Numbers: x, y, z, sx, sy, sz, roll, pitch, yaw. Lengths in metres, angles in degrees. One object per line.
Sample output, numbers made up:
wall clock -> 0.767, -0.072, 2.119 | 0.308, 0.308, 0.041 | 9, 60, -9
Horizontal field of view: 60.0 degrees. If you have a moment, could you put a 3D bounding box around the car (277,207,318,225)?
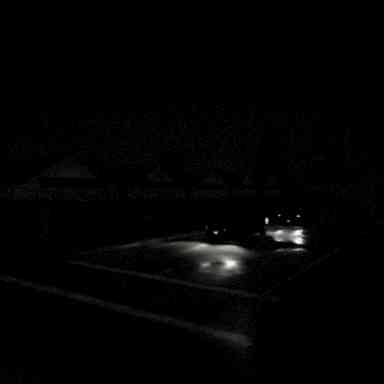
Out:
car -> 8.471, 1.856, 26.562 | 1.895, 1.301, 4.718 | -1, 0, 36

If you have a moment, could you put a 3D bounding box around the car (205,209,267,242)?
car -> 2.568, 1.763, 18.374 | 1.837, 1.490, 4.892 | -1, 0, 36
